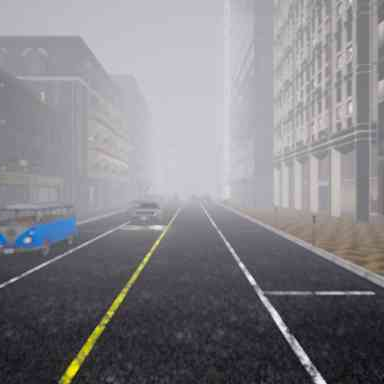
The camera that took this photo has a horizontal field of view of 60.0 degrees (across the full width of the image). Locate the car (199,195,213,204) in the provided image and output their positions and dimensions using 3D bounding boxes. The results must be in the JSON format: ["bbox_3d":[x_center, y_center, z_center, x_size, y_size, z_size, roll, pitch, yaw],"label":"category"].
[{"bbox_3d":[2.676,1.335,57.809,1.752,1.417,4.829,0,0,0],"label":"car"}]

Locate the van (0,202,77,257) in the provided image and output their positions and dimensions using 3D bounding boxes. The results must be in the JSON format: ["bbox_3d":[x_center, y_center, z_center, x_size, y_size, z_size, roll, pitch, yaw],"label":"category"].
[{"bbox_3d":[-5.692,1.296,12.448,1.690,1.788,3.998,0,0,0],"label":"van"}]

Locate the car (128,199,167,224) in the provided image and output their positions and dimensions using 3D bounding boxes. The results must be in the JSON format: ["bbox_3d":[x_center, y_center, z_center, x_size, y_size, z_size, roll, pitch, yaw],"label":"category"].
[{"bbox_3d":[-3.105,1.439,23.886,1.812,1.442,4.674,0,0,0],"label":"car"}]

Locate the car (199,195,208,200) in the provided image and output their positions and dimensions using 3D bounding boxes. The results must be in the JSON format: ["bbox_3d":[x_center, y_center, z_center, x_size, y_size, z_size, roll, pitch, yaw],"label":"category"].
[{"bbox_3d":[2.670,1.313,80.233,1.947,1.339,4.313,0,0,0],"label":"car"}]

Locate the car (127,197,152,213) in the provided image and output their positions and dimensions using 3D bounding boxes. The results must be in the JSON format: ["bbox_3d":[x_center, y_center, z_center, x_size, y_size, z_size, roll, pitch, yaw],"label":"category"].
[{"bbox_3d":[-5.698,1.459,35.042,1.802,1.307,4.206,0,0,0],"label":"car"}]

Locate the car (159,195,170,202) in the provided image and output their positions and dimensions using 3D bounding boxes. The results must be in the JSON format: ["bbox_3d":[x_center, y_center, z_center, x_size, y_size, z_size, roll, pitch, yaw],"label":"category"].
[{"bbox_3d":[-5.707,1.328,68.933,2.008,1.369,4.403,0,0,0],"label":"car"}]

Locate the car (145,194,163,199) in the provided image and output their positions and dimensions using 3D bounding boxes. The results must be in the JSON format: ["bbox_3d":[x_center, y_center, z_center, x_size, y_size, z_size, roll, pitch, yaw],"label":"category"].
[{"bbox_3d":[-5.702,1.159,46.338,2.192,1.841,5.009,0,0,0],"label":"car"}]

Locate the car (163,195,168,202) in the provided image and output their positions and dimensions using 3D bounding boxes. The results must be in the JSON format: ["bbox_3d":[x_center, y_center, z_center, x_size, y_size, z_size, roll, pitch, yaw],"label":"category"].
[{"bbox_3d":[-5.704,1.250,57.636,1.967,1.590,4.097,0,0,0],"label":"car"}]

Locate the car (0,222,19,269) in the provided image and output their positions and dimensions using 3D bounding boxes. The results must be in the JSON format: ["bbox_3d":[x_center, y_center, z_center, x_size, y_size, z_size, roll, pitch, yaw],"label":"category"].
[{"bbox_3d":[-5.691,1.541,6.799,1.947,1.339,4.313,0,0,0],"label":"car"}]

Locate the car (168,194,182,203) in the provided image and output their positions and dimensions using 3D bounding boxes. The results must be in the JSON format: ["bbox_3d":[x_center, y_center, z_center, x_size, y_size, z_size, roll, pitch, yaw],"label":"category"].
[{"bbox_3d":[-3.037,1.141,64.984,2.097,1.767,4.553,0,0,1],"label":"car"}]

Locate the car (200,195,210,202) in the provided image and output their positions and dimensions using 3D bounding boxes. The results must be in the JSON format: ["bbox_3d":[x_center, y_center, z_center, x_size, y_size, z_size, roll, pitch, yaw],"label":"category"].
[{"bbox_3d":[2.673,1.328,68.936,2.008,1.369,4.403,0,0,0],"label":"car"}]

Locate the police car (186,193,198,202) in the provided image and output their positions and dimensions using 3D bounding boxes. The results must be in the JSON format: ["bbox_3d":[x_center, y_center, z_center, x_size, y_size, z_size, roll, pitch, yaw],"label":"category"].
[{"bbox_3d":[0.231,1.204,68.432,1.930,1.638,5.238,0,0,-18],"label":"police car"}]

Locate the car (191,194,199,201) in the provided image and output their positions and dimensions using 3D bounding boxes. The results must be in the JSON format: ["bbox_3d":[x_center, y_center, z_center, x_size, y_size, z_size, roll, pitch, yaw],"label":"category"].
[{"bbox_3d":[0.762,1.257,78.464,1.837,1.490,4.892,0,0,1],"label":"car"}]

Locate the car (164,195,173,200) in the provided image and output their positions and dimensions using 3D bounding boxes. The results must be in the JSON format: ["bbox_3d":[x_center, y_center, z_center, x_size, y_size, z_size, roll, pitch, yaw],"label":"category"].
[{"bbox_3d":[-5.711,1.313,80.230,1.947,1.339,4.313,0,0,0],"label":"car"}]

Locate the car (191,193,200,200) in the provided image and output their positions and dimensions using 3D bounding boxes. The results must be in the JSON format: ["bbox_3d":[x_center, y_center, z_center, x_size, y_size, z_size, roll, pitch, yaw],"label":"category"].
[{"bbox_3d":[0.879,1.088,84.415,2.097,1.767,4.553,0,0,0],"label":"car"}]

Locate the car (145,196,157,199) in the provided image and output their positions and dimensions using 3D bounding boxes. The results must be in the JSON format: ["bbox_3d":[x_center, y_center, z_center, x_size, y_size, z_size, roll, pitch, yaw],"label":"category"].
[{"bbox_3d":[-5.700,1.442,40.691,1.802,1.307,4.206,0,0,0],"label":"car"}]

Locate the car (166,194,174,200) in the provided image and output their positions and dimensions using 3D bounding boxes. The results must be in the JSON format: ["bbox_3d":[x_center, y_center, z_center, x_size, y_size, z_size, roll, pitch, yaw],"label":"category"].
[{"bbox_3d":[-5.712,1.259,85.709,1.752,1.417,4.829,0,0,0],"label":"car"}]
